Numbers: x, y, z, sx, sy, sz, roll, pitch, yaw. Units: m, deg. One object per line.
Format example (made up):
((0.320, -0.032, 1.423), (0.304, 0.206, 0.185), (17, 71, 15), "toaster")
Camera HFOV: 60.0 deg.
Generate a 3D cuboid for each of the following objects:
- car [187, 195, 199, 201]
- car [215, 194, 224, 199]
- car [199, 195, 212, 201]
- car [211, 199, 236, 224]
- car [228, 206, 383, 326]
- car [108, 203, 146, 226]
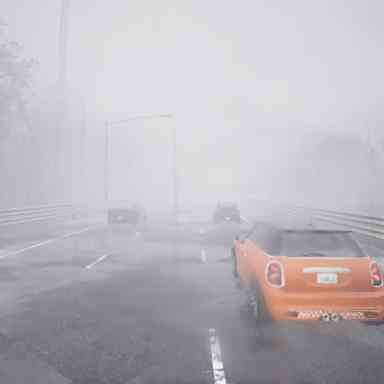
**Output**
((-0.063, 1.621, 85.755), (2.033, 1.411, 5.357), (0, 0, 7), "car")
((7.028, 1.437, 86.204), (2.097, 1.767, 4.553), (0, 0, 7), "car")
((3.467, 1.676, 85.835), (1.895, 1.301, 4.718), (0, 0, 7), "car")
((2.540, 1.516, 25.137), (1.837, 1.490, 4.892), (0, 0, 2), "car")
((2.111, 1.353, 7.251), (2.097, 1.767, 4.553), (0, 0, 1), "car")
((-4.513, 1.488, 23.675), (1.882, 1.535, 5.008), (0, 0, 2), "car")
